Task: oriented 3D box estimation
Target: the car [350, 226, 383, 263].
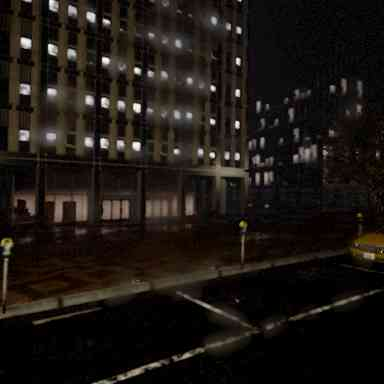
[{"bbox_3d":[7.052,1.489,10.778,4.829,1.417,1.752,0,1,-33],"label":"car"}]
